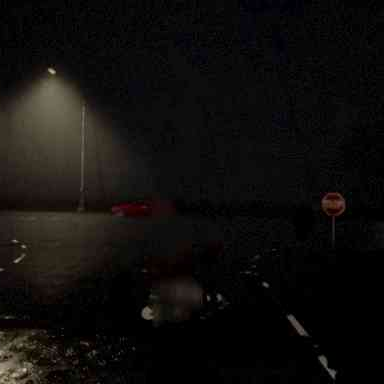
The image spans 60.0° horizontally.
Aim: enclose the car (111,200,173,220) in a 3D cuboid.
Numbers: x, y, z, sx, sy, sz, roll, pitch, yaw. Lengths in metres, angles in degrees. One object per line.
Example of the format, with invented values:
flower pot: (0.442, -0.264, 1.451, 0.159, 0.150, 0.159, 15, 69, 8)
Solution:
car: (-3.843, 1.321, 25.780, 4.674, 1.442, 1.812, 1, 1, 0)
